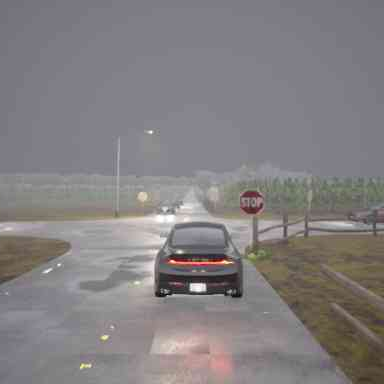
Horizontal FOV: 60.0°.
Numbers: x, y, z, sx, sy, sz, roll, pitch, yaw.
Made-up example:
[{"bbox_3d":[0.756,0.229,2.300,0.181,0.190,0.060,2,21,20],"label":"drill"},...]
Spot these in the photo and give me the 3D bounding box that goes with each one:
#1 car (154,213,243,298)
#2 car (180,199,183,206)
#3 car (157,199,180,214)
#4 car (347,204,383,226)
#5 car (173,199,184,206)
[{"bbox_3d":[0.186,1.509,8.521,1.837,1.490,4.892,0,0,2],"label":"car"},{"bbox_3d":[-2.744,1.816,50.598,2.033,1.411,5.357,0,-1,0],"label":"car"},{"bbox_3d":[-2.782,1.644,36.856,2.128,1.511,4.902,0,0,0],"label":"car"},{"bbox_3d":[13.152,1.540,23.207,4.181,1.385,1.994,0,1,0],"label":"car"},{"bbox_3d":[-2.665,2.008,65.300,1.895,1.301,4.718,0,-1,0],"label":"car"}]
